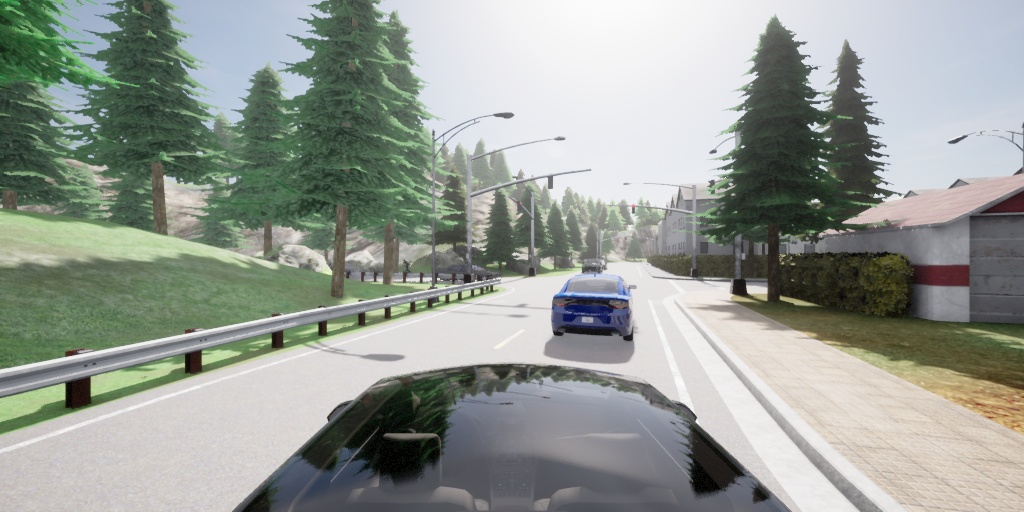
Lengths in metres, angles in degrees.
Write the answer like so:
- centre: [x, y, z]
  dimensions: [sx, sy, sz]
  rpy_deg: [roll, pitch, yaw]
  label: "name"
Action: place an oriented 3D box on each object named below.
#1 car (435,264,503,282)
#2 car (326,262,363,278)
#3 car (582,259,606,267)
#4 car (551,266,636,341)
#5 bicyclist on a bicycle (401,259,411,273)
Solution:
- centre: [-3.492, 1.312, 28.100]
  dimensions: [5.357, 1.411, 2.033]
  rpy_deg: [0, 0, 18]
  label: "car"
- centre: [-15.657, 1.256, 32.142]
  dimensions: [4.902, 1.511, 2.128]
  rpy_deg: [0, 0, 18]
  label: "car"
- centre: [9.614, 1.102, 42.821]
  dimensions: [2.097, 1.767, 4.553]
  rpy_deg: [0, 0, 19]
  label: "car"
- centre: [2.412, 1.228, 10.092]
  dimensions: [1.882, 1.535, 5.008]
  rpy_deg: [0, 0, 18]
  label: "car"
- centre: [-11.291, 1.167, 38.122]
  dimensions: [0.582, 1.620, 1.656]
  rpy_deg: [-2, 5, 18]
  label: "bicyclist on a bicycle"
